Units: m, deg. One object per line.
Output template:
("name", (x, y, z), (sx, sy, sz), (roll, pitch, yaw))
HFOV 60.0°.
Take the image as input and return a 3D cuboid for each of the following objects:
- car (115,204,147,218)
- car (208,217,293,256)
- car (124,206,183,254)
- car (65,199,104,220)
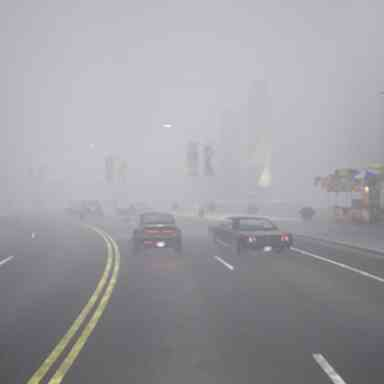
("car", (-4.948, 1.672, 28.791), (1.895, 1.301, 4.718), (0, 0, -35))
("car", (2.080, 1.637, 13.447), (1.895, 1.301, 4.718), (0, 0, -13))
("car", (-1.666, 1.541, 13.838), (1.837, 1.490, 4.892), (1, 0, -14))
("car", (-9.342, 1.420, 28.717), (2.097, 1.767, 4.553), (0, 0, -38))
